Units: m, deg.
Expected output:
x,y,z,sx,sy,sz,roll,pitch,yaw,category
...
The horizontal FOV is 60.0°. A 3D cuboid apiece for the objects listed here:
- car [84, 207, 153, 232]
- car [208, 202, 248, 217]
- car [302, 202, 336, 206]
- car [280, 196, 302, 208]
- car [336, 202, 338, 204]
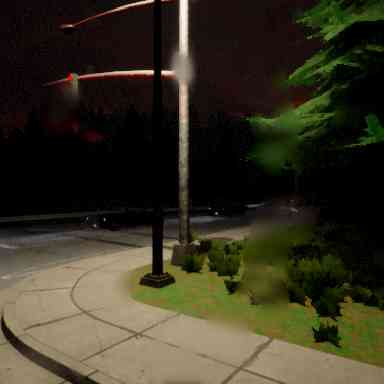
x,y,z,sx,sy,sz,roll,pitch,yaw,category
-4.131,1.574,20.252,1.895,1.301,4.718,0,0,35,car
3.411,1.574,31.141,1.895,1.301,4.718,0,0,35,car
16.399,1.195,42.910,2.150,2.045,5.566,0,0,36,car
13.766,1.324,45.476,2.097,1.767,4.553,0,0,37,car
22.699,1.465,51.378,2.128,1.511,4.902,0,0,37,car
